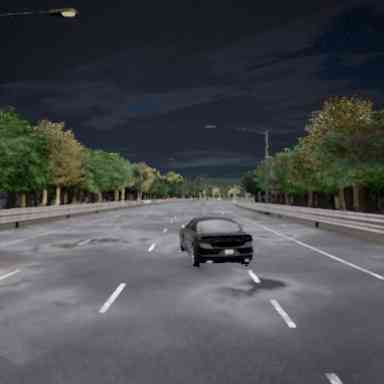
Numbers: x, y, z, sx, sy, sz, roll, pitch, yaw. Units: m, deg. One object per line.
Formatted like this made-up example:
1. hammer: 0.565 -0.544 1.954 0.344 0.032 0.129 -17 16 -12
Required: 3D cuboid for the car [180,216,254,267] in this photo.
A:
1. car: 0.698 1.632 12.261 1.882 1.535 5.008 -1 0 -9
